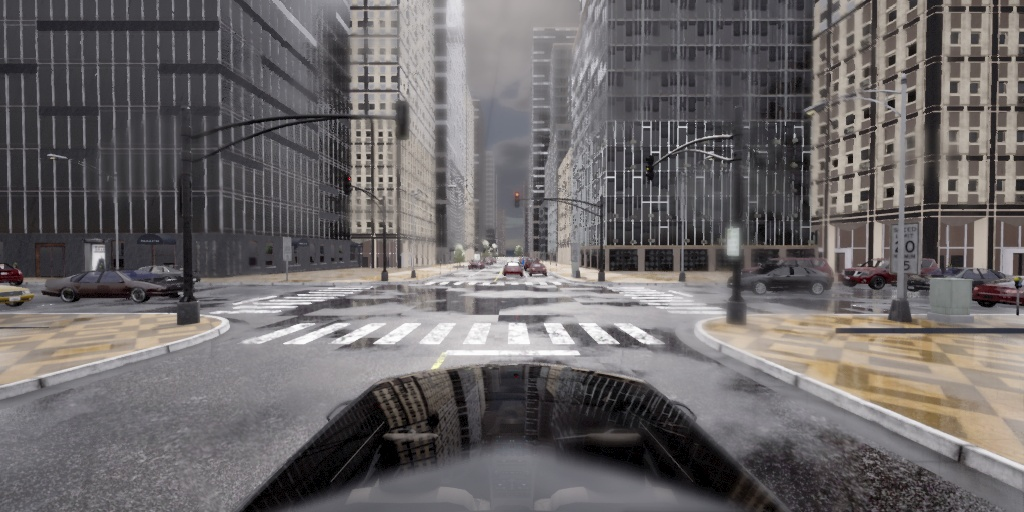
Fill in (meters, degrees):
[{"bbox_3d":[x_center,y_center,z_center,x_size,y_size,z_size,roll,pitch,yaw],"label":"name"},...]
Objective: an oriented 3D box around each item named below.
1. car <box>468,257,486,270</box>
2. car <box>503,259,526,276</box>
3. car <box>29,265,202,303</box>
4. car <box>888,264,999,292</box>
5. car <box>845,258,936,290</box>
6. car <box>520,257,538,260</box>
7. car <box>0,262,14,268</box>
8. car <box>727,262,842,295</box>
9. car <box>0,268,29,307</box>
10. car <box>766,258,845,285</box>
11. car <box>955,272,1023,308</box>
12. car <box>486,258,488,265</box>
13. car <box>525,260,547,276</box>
[{"bbox_3d":[-5.270,1.168,52.486,1.967,1.591,4.097,0,0,0],"label":"car"},{"bbox_3d":[0.113,1.300,37.684,1.994,1.385,4.181,0,0,0],"label":"car"},{"bbox_3d":[-17.619,1.290,16.180,5.357,1.411,2.033,0,1,0],"label":"car"},{"bbox_3d":[24.012,1.305,19.191,5.357,1.411,2.033,0,1,0],"label":"car"},{"bbox_3d":[22.911,1.032,21.792,5.009,1.841,2.192,0,0,0],"label":"car"},{"bbox_3d":[2.594,1.046,46.979,2.192,1.841,5.009,0,0,0],"label":"car"},{"bbox_3d":[-32.547,1.077,21.644,4.097,1.591,1.967,0,0,0],"label":"car"},{"bbox_3d":[14.189,1.250,19.162,4.892,1.490,1.837,0,1,1],"label":"car"},{"bbox_3d":[-21.250,1.301,13.593,4.829,1.417,1.751,0,0,0],"label":"car"},{"bbox_3d":[16.579,1.024,21.783,5.009,1.841,2.192,0,0,0],"label":"car"},{"bbox_3d":[20.191,1.417,13.650,4.207,1.307,1.802,0,0,0],"label":"car"},{"bbox_3d":[-5.265,1.307,58.011,1.802,1.307,4.207,0,0,0],"label":"car"},{"bbox_3d":[2.563,1.319,35.930,1.802,1.307,4.207,0,0,0],"label":"car"}]
